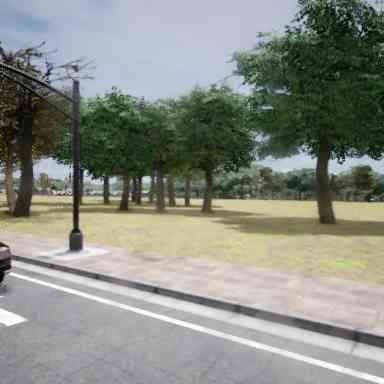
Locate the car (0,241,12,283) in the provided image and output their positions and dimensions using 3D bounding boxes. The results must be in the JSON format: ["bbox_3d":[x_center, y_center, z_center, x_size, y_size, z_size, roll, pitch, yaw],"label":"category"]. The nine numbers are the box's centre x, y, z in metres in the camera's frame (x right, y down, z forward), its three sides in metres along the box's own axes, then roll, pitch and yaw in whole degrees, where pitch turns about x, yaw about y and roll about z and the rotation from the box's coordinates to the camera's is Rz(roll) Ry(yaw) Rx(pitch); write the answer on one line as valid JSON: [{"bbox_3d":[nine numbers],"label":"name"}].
[{"bbox_3d":[-6.360,1.474,8.220,4.902,1.511,2.128,0,0,36],"label":"car"}]
